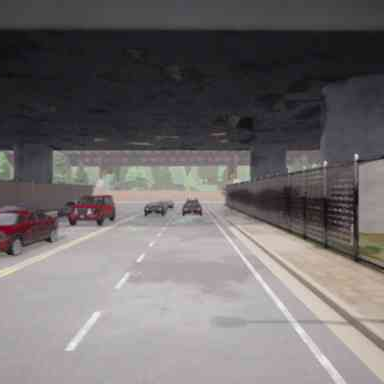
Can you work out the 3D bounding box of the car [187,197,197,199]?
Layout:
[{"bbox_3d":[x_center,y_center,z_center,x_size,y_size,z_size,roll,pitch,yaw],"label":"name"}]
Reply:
[{"bbox_3d":[0.058,1.488,45.807,2.128,1.511,4.902,0,0,1],"label":"car"}]

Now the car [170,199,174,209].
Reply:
[{"bbox_3d":[-3.446,1.597,45.490,1.895,1.301,4.718,0,0,1],"label":"car"}]

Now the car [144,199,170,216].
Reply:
[{"bbox_3d":[-3.480,1.598,32.512,1.895,1.301,4.718,0,0,0],"label":"car"}]

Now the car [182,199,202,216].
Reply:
[{"bbox_3d":[0.022,1.598,32.395,1.895,1.301,4.718,0,0,0],"label":"car"}]

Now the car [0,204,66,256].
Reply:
[{"bbox_3d":[-7.081,1.476,13.341,1.882,1.535,5.008,0,0,0],"label":"car"}]

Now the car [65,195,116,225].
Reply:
[{"bbox_3d":[-7.066,1.219,24.158,2.150,2.045,5.566,0,0,0],"label":"car"}]

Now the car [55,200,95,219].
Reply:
[{"bbox_3d":[-10.543,1.502,30.324,1.837,1.490,4.892,0,0,1],"label":"car"}]
